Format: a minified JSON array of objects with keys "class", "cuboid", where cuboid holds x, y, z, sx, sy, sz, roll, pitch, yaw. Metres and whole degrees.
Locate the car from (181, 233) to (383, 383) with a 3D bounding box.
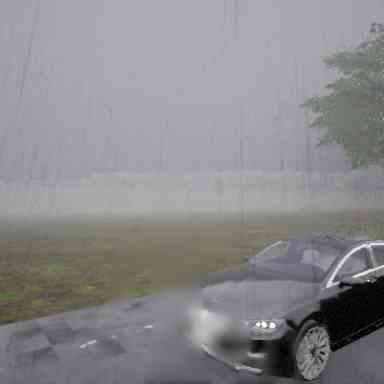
[{"class":"car","cuboid":[2.118,1.490,5.500,4.902,1.511,2.128,0,0,-35]}]
